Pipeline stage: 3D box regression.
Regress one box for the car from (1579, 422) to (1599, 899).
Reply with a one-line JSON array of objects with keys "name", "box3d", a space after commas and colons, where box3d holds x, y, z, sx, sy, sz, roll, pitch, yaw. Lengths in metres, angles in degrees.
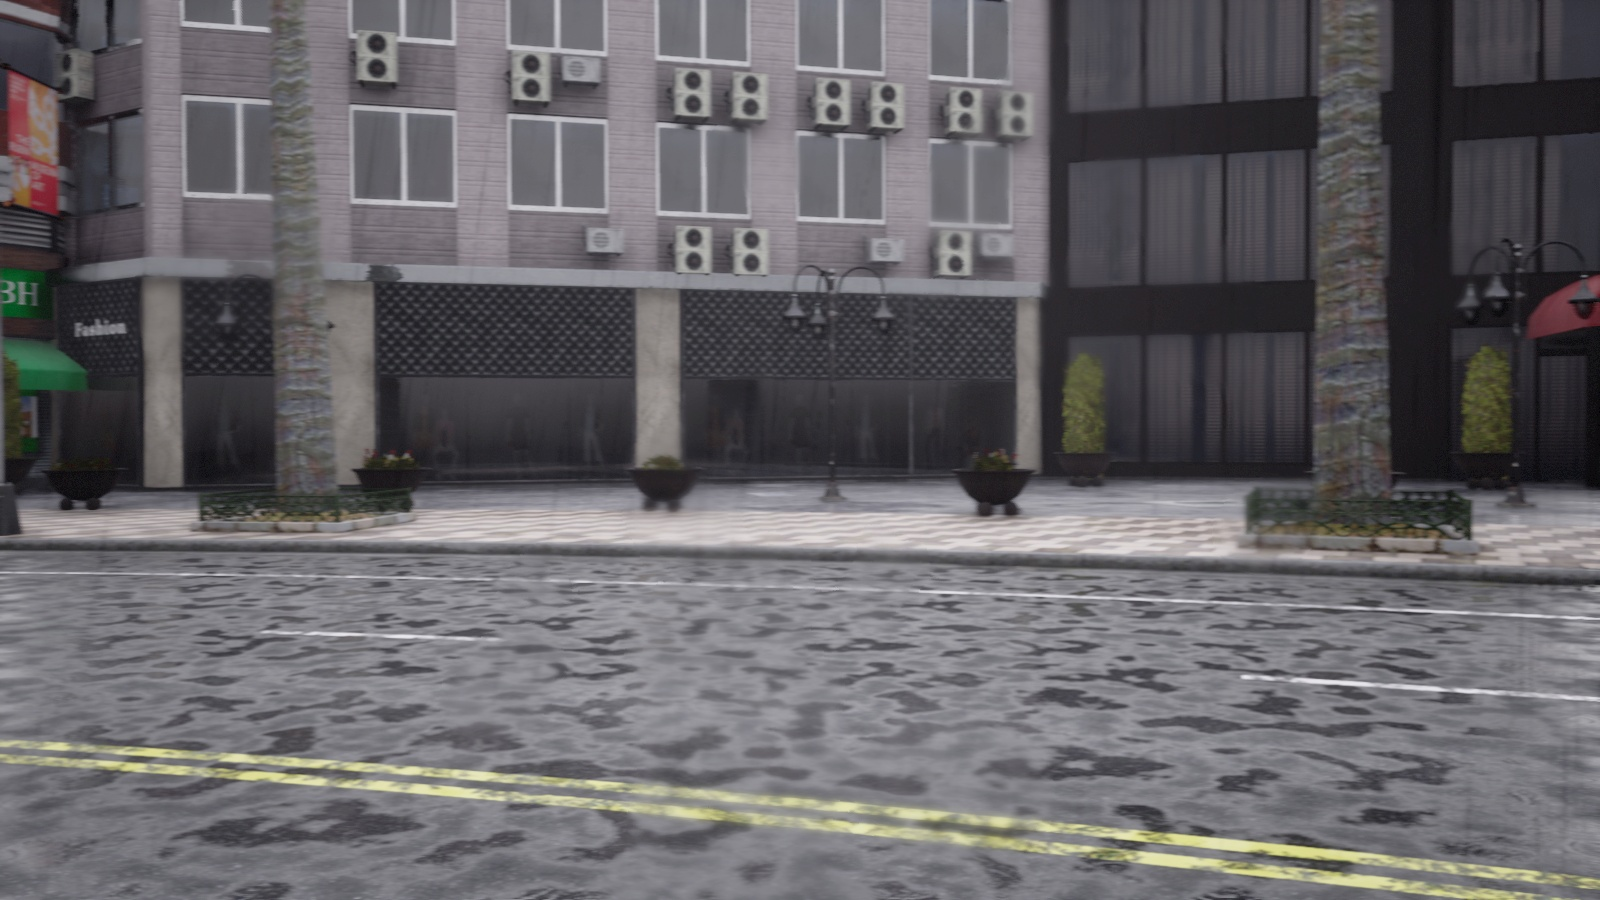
[{"name": "car", "box3d": [4.261, 0.753, 1.570, 5.366, 1.575, 1.801, 1, 1, 23]}]
